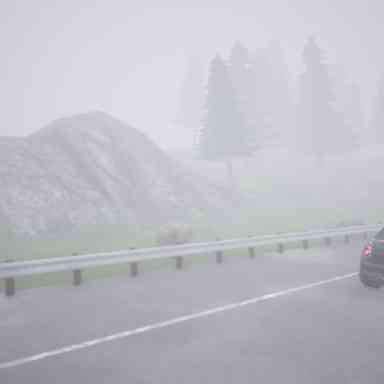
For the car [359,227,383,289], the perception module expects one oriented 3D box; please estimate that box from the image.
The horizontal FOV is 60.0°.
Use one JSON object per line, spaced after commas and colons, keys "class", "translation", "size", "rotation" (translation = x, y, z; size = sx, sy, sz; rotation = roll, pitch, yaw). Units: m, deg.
{"class": "car", "translation": [6.065, 1.365, 7.952], "size": [4.553, 1.767, 2.097], "rotation": [0, 0, -35]}
